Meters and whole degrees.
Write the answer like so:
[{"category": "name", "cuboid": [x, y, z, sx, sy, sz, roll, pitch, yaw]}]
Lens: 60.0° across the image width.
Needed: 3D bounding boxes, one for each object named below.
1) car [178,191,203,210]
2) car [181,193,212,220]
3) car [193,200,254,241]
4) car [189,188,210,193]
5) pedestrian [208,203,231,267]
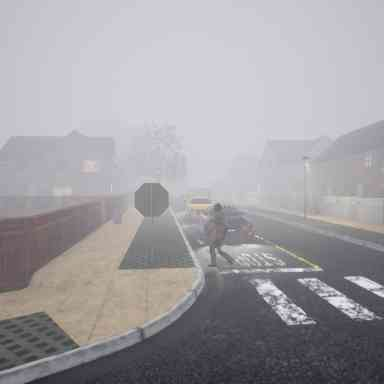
[{"category": "car", "cuboid": [-0.444, 0.936, 34.081, 2.128, 1.511, 4.902, 0, 1, -5]}, {"category": "car", "cuboid": [0.542, 1.077, 23.832, 1.882, 1.535, 5.008, 0, 1, -6]}, {"category": "car", "cuboid": [1.397, 1.301, 15.070, 1.994, 1.385, 4.181, 0, 1, -6]}, {"category": "car", "cuboid": [1.334, 0.483, 46.148, 2.150, 2.045, 5.566, 0, 1, -6]}, {"category": "pedestrian", "cuboid": [0.748, 1.136, 9.152, 0.375, 1.860, 0.375, 2, -2, -5]}]
